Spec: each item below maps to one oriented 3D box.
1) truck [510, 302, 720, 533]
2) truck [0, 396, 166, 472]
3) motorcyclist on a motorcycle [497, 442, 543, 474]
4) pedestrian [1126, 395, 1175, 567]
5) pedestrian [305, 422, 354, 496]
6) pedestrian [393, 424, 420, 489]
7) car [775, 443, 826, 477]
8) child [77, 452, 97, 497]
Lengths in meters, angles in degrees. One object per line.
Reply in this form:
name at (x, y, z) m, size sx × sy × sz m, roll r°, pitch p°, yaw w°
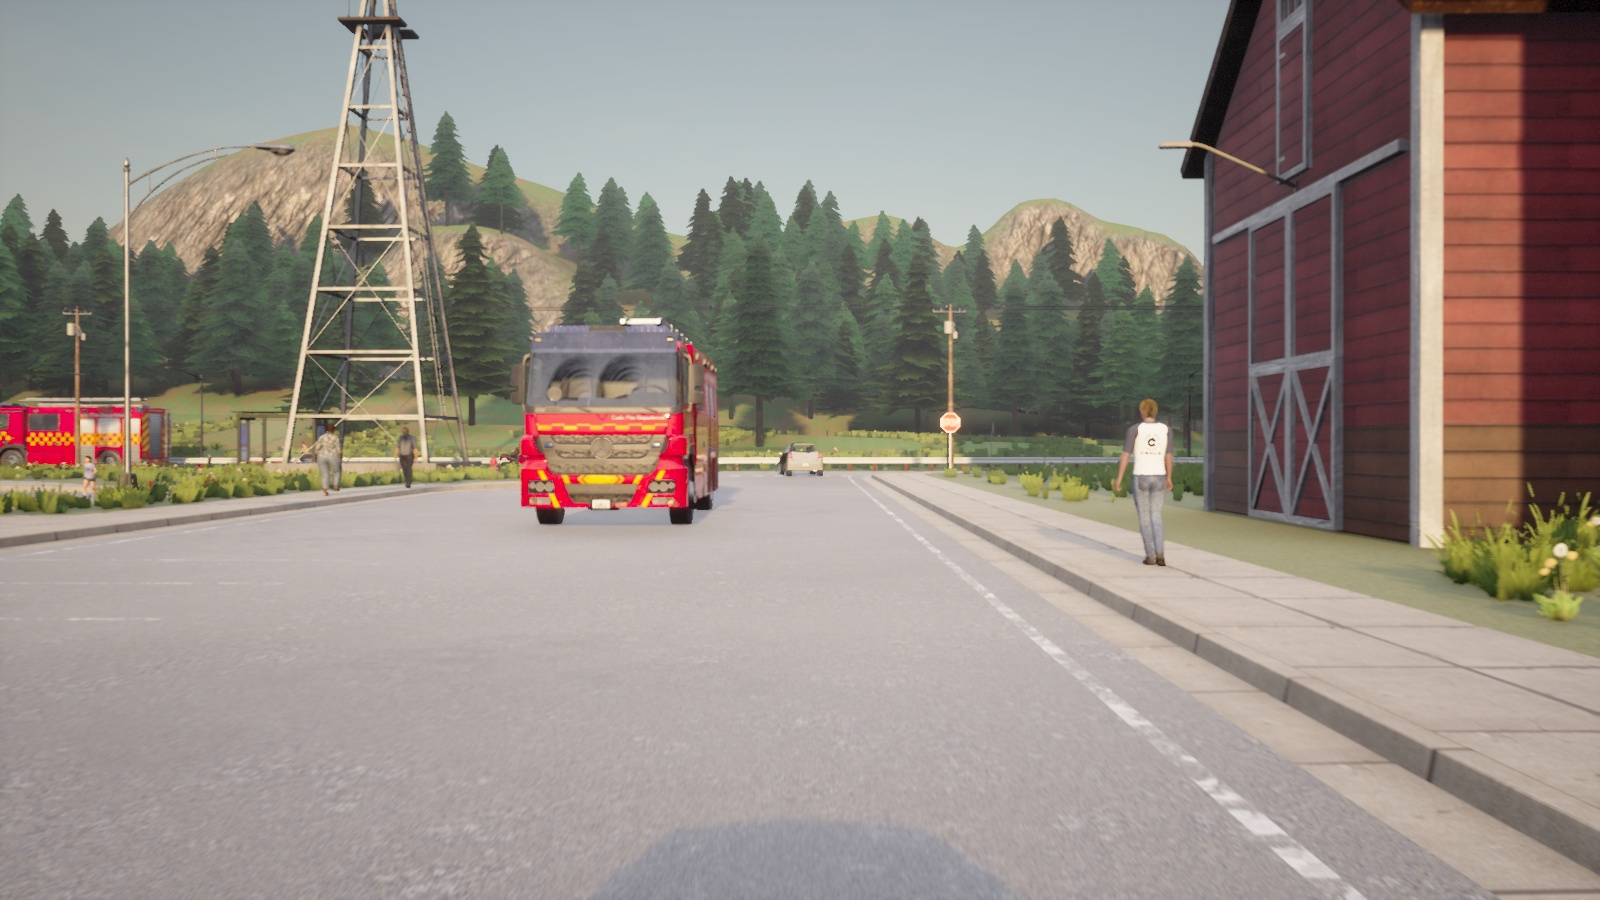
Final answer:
truck at (-3.340, -0.562, 25.059) m, size 2.891 × 3.827 × 8.468 m, roll 0°, pitch 0°, yaw 0°
truck at (-37.687, -0.814, 64.853) m, size 8.468 × 3.827 × 2.891 m, roll 0°, pitch 0°, yaw 1°
motorcyclist on a motorcycle at (-13.550, 0.378, 60.795) m, size 2.044 × 1.523 × 0.797 m, roll -1°, pitch 0°, yaw 1°
pedestrian at (3.824, 0.328, 13.720) m, size 0.354 × 1.836 × 0.706 m, roll 0°, pitch 0°, yaw 2°
pedestrian at (-11.954, 0.212, 31.934) m, size 0.874 × 1.855 × 0.900 m, roll 0°, pitch 0°, yaw 2°
pedestrian at (-11.361, 0.188, 36.268) m, size 0.540 × 1.848 × 0.694 m, roll 0°, pitch 0°, yaw 2°
car at (-0.022, 0.439, 57.190) m, size 1.845 × 1.501 × 3.633 m, roll 0°, pitch 0°, yaw -8°
child at (-17.383, 0.593, 30.617) m, size 0.255 × 1.110 × 0.394 m, roll 0°, pitch 0°, yaw -2°
